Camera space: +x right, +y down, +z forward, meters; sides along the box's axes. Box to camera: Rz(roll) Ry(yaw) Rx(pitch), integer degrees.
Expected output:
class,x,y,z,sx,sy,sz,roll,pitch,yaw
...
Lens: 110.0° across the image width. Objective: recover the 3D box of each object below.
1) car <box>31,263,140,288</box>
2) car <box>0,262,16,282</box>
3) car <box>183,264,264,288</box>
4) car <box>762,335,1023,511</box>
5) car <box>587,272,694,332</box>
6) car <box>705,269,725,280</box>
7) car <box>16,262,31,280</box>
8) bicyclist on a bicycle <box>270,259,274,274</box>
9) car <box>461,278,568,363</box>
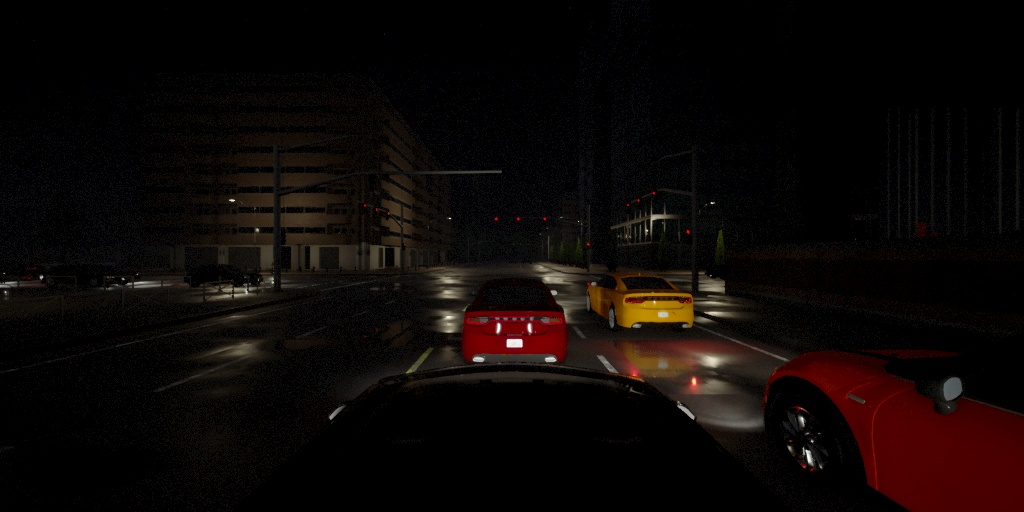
class,x,y,z,sx,sy,sz,roll,pitch,yaw
car,-28.665,1.310,24.210,4.892,1.490,1.837,0,0,0
car,-42.245,1.331,27.780,4.674,1.442,1.812,0,0,0
car,-19.425,1.331,24.192,4.674,1.442,1.812,0,0,0
car,3.600,1.102,1.772,2.097,1.767,4.553,0,0,0
car,3.579,1.228,10.918,1.882,1.535,5.008,0,0,0
car,19.527,1.406,31.220,4.718,1.301,1.895,0,0,0
car,-44.028,1.296,31.470,4.902,1.511,2.128,0,0,0
bicyclist on a bicycle,-25.531,1.106,38.680,0.582,1.620,1.656,0,0,0
car,0.060,1.228,8.144,1.882,1.535,5.008,0,0,0
